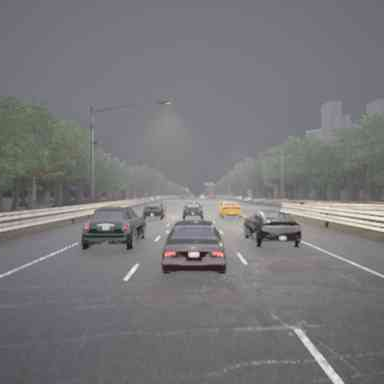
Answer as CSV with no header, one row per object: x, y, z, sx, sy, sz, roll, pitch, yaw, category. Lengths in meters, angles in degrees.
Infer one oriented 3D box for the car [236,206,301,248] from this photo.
3.586,1.607,15.500,2.128,1.511,4.902,0,0,0,car

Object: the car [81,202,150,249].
-3.415,1.468,15.329,2.097,1.767,4.553,0,0,0,car

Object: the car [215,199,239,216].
3.597,1.669,32.319,1.882,1.535,5.008,0,0,0,car

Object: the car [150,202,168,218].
-3.407,1.693,30.864,1.837,1.490,4.892,0,0,0,car

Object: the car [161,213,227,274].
0.069,1.630,10.829,2.033,1.411,5.357,0,0,0,car

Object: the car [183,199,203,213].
0.088,1.716,31.801,1.812,1.442,4.674,0,0,0,car
